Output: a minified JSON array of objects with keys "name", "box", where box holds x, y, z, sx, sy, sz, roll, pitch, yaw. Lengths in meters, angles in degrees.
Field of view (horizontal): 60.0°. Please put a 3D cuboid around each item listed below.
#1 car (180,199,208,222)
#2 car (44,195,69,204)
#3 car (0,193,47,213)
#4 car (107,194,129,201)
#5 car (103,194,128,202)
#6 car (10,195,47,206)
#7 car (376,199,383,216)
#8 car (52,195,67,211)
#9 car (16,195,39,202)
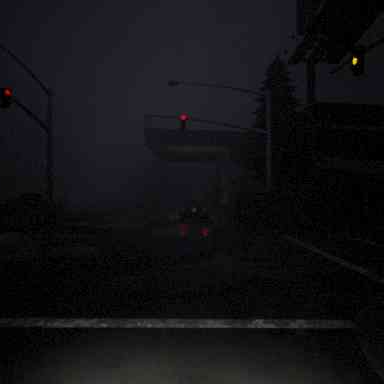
[{"name":"car","box":[0.148,1.344,26.086,2.097,1.767,4.553,0,0,0]},{"name":"car","box":[-24.022,1.302,59.006,3.633,1.501,1.845,0,0,0]},{"name":"car","box":[-16.764,1.067,33.310,3.866,1.878,1.905,0,0,0]},{"name":"car","box":[-16.484,1.317,74.031,4.514,1.523,2.007,0,0,0]},{"name":"car","box":[-16.414,1.309,70.894,5.027,1.636,2.152,0,0,0]},{"name":"car","box":[-24.008,1.283,49.013,4.514,1.523,2.007,0,0,0]},{"name":"car","box":[17.239,1.470,32.953,2.242,1.667,4.611,0,0,0]},{"name":"car","box":[-16.171,1.350,36.638,3.806,1.475,1.970,0,0,0]},{"name":"car","box":[-35.080,1.363,70.937,3.806,1.475,1.970,0,0,0]}]
